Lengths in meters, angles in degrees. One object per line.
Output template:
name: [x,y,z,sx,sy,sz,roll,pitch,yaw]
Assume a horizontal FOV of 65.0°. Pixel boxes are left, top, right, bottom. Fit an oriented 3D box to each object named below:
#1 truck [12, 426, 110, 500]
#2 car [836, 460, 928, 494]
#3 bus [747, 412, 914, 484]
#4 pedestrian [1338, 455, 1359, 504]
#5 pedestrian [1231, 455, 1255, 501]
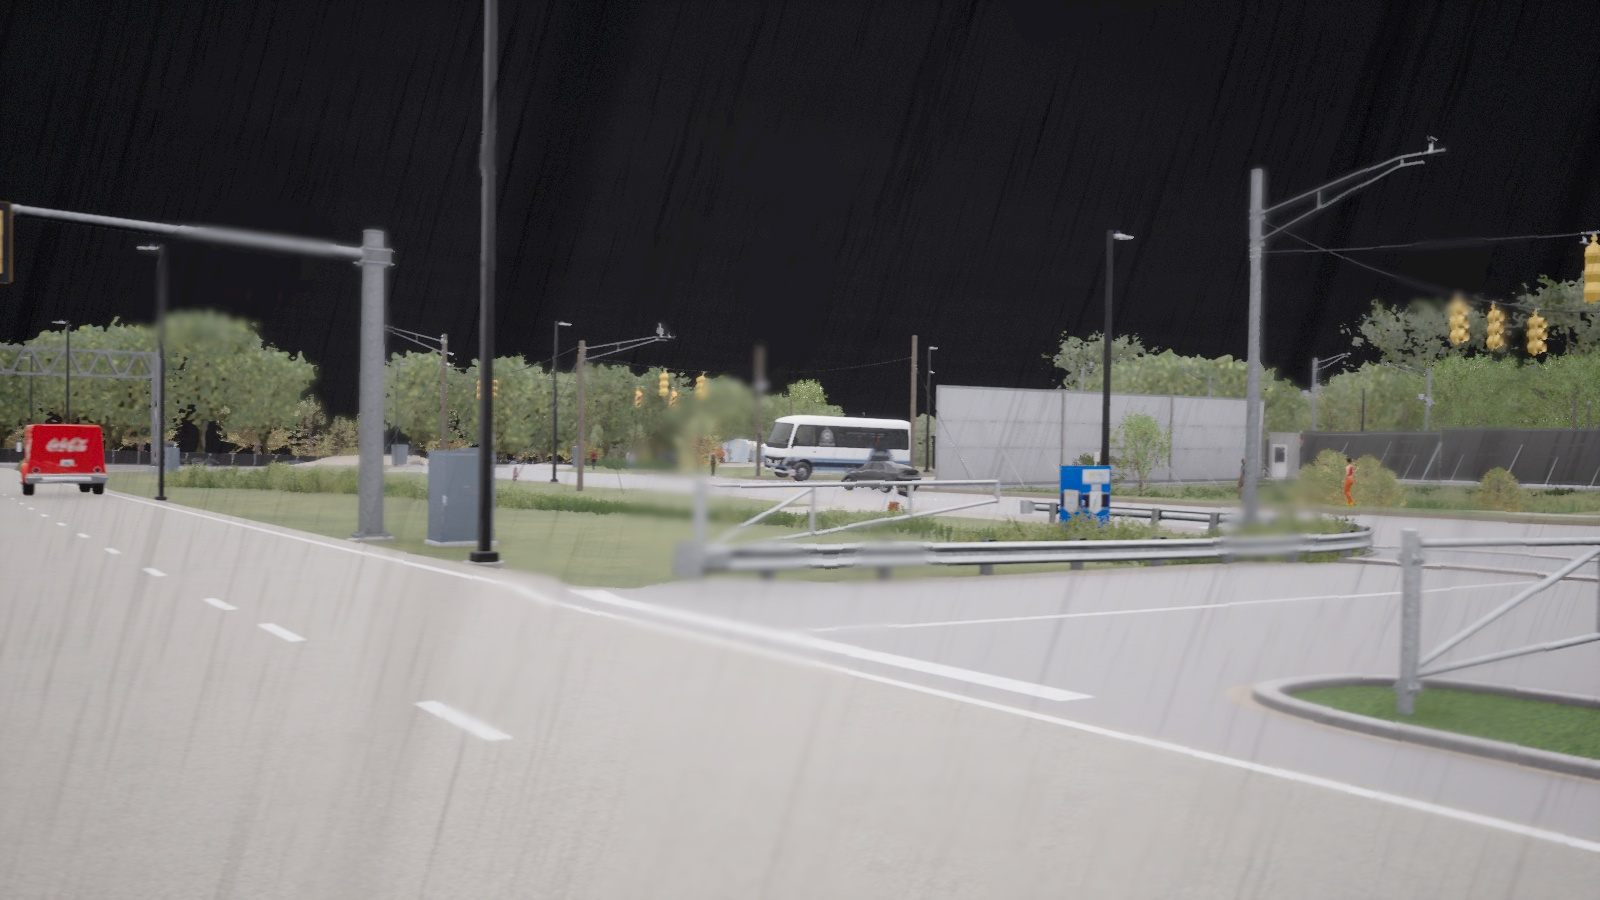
truck: [-26.596,0.445,45.092,2.627,2.467,5.204,0,0,-35]
car: [3.988,1.302,61.912,1.837,1.490,4.892,0,0,-35]
bus: [2.073,-0.097,83.368,10.273,4.253,3.944,2,2,-29]
pedestrian: [20.646,1.100,47.251,0.345,1.836,0.594,0,1,-37]
pedestrian: [18.278,1.138,51.790,0.540,1.848,0.694,0,1,-34]
